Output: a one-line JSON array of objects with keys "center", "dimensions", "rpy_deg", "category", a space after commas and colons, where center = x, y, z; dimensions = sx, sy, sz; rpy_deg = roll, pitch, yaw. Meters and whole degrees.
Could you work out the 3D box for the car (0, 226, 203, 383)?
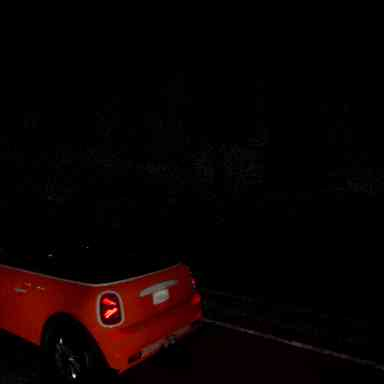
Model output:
[{"center": [-2.125, 1.354, 5.509], "dimensions": [4.553, 1.767, 2.097], "rpy_deg": [0, 0, 36], "category": "car"}]
